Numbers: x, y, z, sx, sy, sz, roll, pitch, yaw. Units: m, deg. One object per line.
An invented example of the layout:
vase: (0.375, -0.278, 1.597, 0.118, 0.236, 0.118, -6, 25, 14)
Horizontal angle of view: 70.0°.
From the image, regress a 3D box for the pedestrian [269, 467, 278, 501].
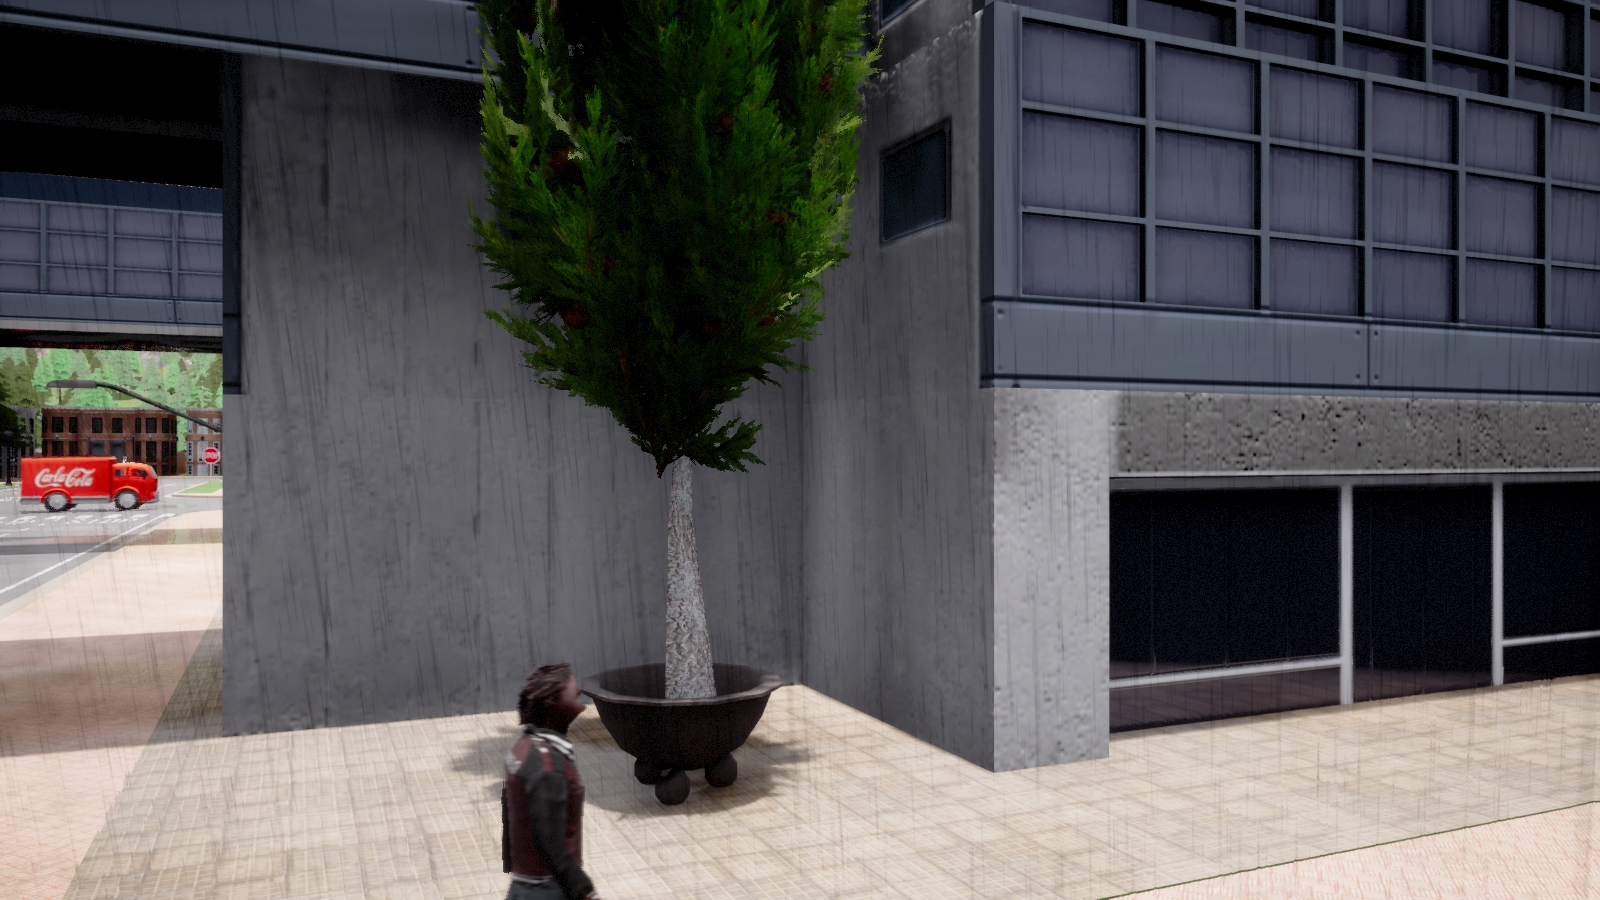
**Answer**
pedestrian: (-28.748, 1.848, 62.385, 0.375, 1.860, 0.375, 0, 0, -36)

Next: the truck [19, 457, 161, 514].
truck: (-32.281, 1.568, 52.173, 5.204, 2.467, 2.627, 0, 0, -23)

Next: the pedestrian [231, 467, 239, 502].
pedestrian: (-30.589, 1.849, 61.854, 0.375, 1.860, 0.375, 0, 0, -24)

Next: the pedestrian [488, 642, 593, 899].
pedestrian: (-0.991, 1.698, 4.346, 0.375, 1.860, 0.375, 0, 0, -15)
